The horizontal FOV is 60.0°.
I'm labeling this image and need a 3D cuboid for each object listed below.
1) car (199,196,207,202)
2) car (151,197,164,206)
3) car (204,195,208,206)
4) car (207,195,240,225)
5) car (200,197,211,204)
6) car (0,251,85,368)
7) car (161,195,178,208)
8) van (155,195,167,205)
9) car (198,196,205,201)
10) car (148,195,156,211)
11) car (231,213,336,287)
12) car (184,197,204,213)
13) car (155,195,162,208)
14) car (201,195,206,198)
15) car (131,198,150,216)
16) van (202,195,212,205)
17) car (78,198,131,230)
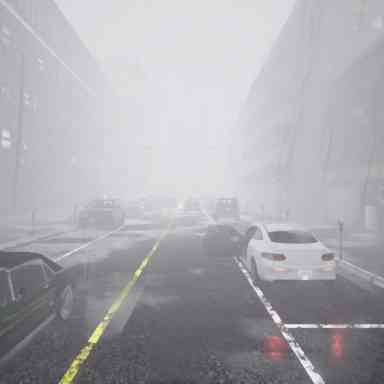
[{"bbox_3d":[2.690,1.744,84.174,1.802,1.307,4.206,0,0,0],"label":"car"},{"bbox_3d":[-5.688,1.599,55.557,1.752,1.417,4.829,0,0,0],"label":"car"},{"bbox_3d":[2.694,1.480,38.654,1.967,1.590,4.097,0,0,0],"label":"car"},{"bbox_3d":[2.695,1.337,27.274,2.192,1.841,5.009,0,0,0],"label":"car"},{"bbox_3d":[2.691,1.649,67.104,1.887,1.381,4.507,0,0,0],"label":"car"},{"bbox_3d":[-3.100,1.602,4.514,1.895,1.301,4.718,0,0,0],"label":"car"},{"bbox_3d":[-3.099,1.563,48.965,1.837,1.490,4.892,0,0,0],"label":"car"},{"bbox_3d":[-5.687,1.429,61.414,1.690,1.788,3.998,0,0,0],"label":"van"},{"bbox_3d":[2.689,1.785,95.554,1.802,1.307,4.206,0,0,0],"label":"car"},{"bbox_3d":[-5.686,1.480,38.656,1.967,1.590,4.097,0,0,0],"label":"car"},{"bbox_3d":[2.352,1.529,9.224,1.812,1.442,4.674,0,0,0],"label":"car"},{"bbox_3d":[0.076,1.603,38.366,1.994,1.385,4.181,0,0,0],"label":"car"},{"bbox_3d":[-5.686,1.376,50.036,2.192,1.841,5.009,0,0,0],"label":"car"},{"bbox_3d":[2.692,1.656,55.724,1.802,1.307,4.206,0,0,0],"label":"car"},{"bbox_3d":[-5.686,1.582,32.966,2.008,1.369,4.403,0,0,0],"label":"car"},{"bbox_3d":[2.693,1.429,61.413,1.690,1.788,3.998,0,0,0],"label":"van"},{"bbox_3d":[-5.684,1.330,21.585,2.192,1.841,5.009,0,0,0],"label":"car"}]
